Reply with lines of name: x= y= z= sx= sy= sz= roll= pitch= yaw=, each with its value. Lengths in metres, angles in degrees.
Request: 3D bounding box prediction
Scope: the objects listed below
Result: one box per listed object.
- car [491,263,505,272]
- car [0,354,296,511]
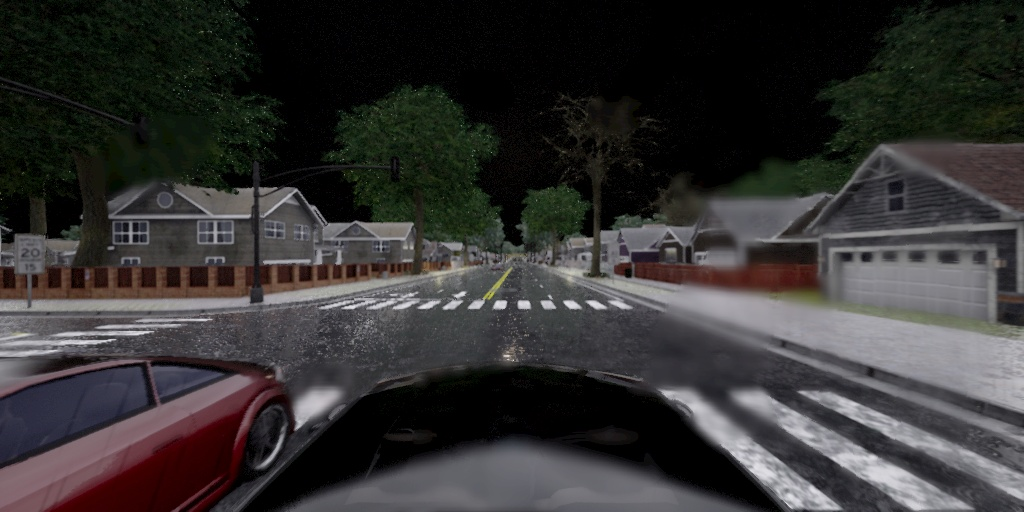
car: x=-2.163 y=1.828 z=57.338 sx=1.994 sy=1.385 sz=4.181 roll=0 pitch=0 yaw=1
car: x=-3.209 y=1.351 z=1.935 sx=1.994 sy=1.385 sz=4.181 roll=0 pitch=0 yaw=1
